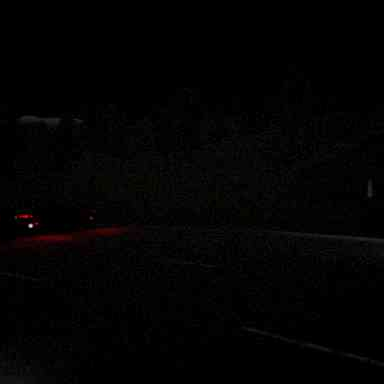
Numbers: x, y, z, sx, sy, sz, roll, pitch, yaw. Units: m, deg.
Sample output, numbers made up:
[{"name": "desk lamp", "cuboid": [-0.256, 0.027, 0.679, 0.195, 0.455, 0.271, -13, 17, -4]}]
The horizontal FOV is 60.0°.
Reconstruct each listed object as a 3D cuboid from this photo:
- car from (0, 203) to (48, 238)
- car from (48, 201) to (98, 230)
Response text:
[{"name": "car", "cuboid": [-9.809, 1.316, 16.169, 4.892, 1.490, 1.837, 0, -1, 17]}, {"name": "car", "cuboid": [-7.876, 1.275, 19.263, 5.008, 1.535, 1.882, 0, 0, 21]}]
